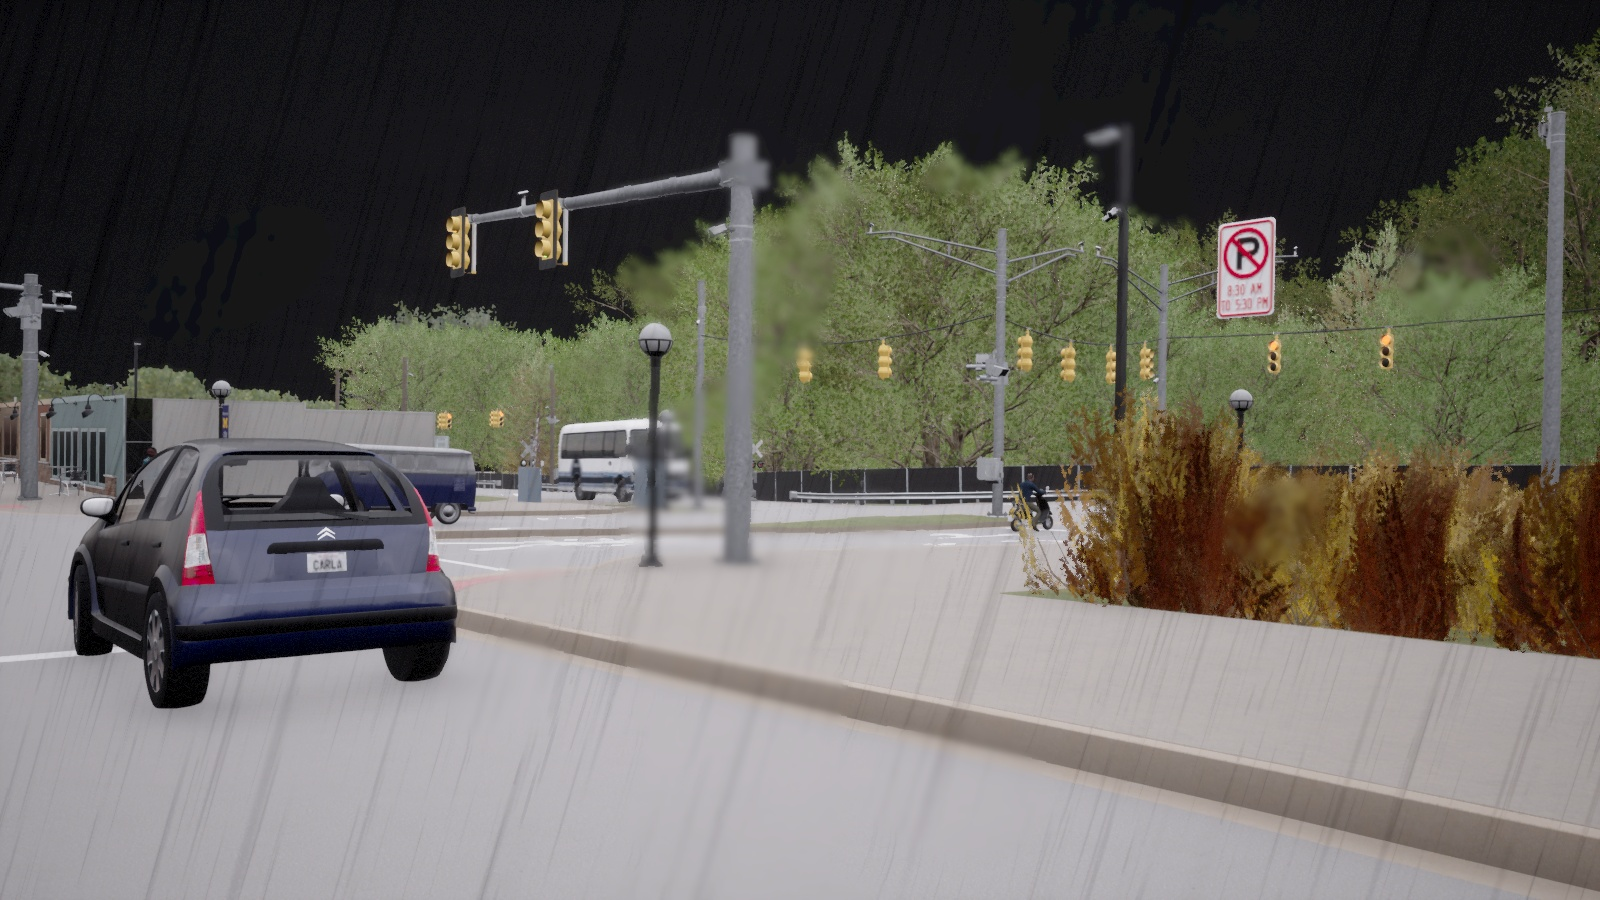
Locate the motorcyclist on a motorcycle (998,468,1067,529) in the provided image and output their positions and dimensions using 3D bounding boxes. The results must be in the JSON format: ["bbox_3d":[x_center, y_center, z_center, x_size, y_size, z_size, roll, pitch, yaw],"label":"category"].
[{"bbox_3d":[6.381,1.320,34.445,1.817,1.590,0.866,-1,0,-39],"label":"motorcyclist on a motorcycle"}]

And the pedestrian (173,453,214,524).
[{"bbox_3d":[-16.872,1.061,34.944,0.659,1.952,0.873,0,1,4],"label":"pedestrian"}]

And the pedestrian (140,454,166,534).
[{"bbox_3d":[-15.974,1.071,31.018,0.396,1.930,0.692,0,1,-13],"label":"pedestrian"}]

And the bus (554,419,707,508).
[{"bbox_3d":[-9.126,0.745,65.974,3.944,4.253,10.273,-1,0,-32],"label":"bus"}]

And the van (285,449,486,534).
[{"bbox_3d":[-10.428,1.055,31.788,4.442,1.987,1.775,2,-2,-41],"label":"van"}]

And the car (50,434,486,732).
[{"bbox_3d":[-3.969,0.760,8.959,1.851,1.617,3.988,-1,-1,-38],"label":"car"}]
